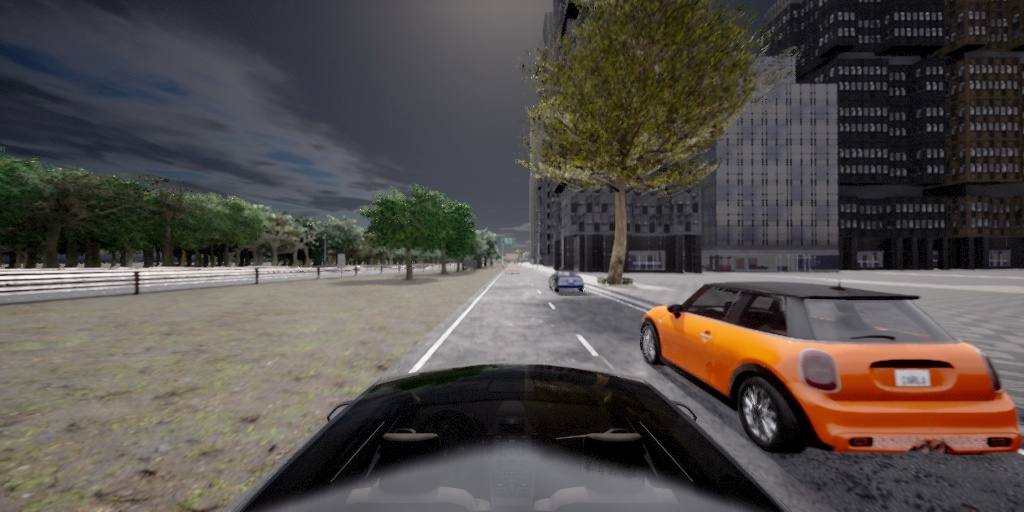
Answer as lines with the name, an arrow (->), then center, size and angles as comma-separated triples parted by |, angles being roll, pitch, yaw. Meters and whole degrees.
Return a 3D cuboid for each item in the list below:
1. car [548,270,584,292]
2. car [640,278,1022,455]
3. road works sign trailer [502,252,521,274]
car -> 3.593, 1.620, 24.348 | 2.033, 1.411, 5.357 | 0, -1, 0
car -> 3.590, 1.142, 5.335 | 2.097, 1.767, 4.553 | 0, -1, 0
road works sign trailer -> 0.002, 1.178, 60.754 | 2.380, 3.560, 2.880 | 0, 0, 0
